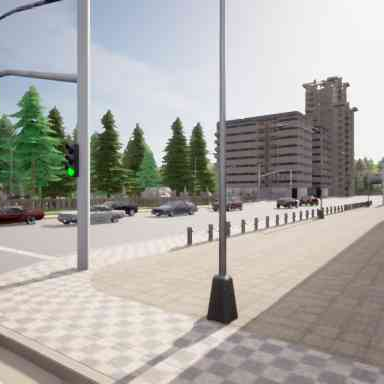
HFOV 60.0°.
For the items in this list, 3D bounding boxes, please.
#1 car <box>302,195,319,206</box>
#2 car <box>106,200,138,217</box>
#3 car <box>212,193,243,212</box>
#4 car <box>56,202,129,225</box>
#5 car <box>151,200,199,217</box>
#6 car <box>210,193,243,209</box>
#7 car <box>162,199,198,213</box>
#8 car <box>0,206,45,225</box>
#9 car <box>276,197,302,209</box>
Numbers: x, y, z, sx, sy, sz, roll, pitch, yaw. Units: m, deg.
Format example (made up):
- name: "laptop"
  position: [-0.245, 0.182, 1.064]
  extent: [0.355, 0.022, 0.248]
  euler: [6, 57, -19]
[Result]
- name: "car"
  position: [19.069, 1.352, 54.102]
  extent: [2.097, 1.767, 4.553]
  euler: [0, 0, 35]
- name: "car"
  position: [-7.050, 1.478, 29.828]
  extent: [1.882, 1.535, 5.008]
  euler: [0, 0, 36]
- name: "car"
  position: [4.298, 1.352, 39.705]
  extent: [2.097, 1.767, 4.553]
  euler: [0, 0, 36]
- name: "car"
  position: [-7.110, 1.601, 23.710]
  extent: [1.895, 1.301, 4.718]
  euler: [0, 0, 35]
- name: "car"
  position: [-1.508, 1.547, 31.569]
  extent: [2.033, 1.411, 5.357]
  euler: [0, 0, 36]
- name: "car"
  position: [4.946, 1.221, 46.600]
  extent: [2.150, 2.045, 5.566]
  euler: [0, 0, 36]
- name: "car"
  position: [-1.304, 1.564, 37.898]
  extent: [1.994, 1.385, 4.181]
  euler: [0, 0, 35]
- name: "car"
  position: [-12.534, 1.601, 22.207]
  extent: [1.895, 1.301, 4.718]
  euler: [0, 0, 37]
- name: "car"
  position: [13.186, 1.505, 45.837]
  extent: [1.837, 1.490, 4.892]
  euler: [0, 0, 35]
